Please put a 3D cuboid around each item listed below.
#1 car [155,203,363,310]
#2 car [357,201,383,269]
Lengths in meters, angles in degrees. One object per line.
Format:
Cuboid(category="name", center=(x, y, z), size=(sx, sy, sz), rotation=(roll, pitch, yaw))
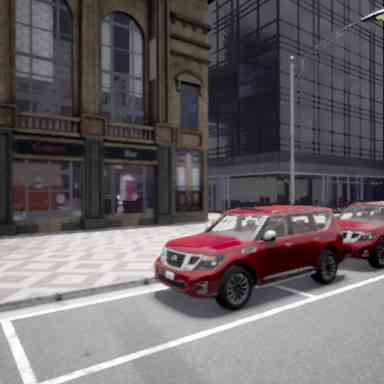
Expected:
Cuboid(category="car", center=(1.618, 1.286, 7.922), size=(5.009, 1.841, 2.192), rotation=(0, 0, -36))
Cuboid(category="car", center=(6.208, 1.258, 11.198), size=(5.009, 1.841, 2.192), rotation=(0, 0, -36))
